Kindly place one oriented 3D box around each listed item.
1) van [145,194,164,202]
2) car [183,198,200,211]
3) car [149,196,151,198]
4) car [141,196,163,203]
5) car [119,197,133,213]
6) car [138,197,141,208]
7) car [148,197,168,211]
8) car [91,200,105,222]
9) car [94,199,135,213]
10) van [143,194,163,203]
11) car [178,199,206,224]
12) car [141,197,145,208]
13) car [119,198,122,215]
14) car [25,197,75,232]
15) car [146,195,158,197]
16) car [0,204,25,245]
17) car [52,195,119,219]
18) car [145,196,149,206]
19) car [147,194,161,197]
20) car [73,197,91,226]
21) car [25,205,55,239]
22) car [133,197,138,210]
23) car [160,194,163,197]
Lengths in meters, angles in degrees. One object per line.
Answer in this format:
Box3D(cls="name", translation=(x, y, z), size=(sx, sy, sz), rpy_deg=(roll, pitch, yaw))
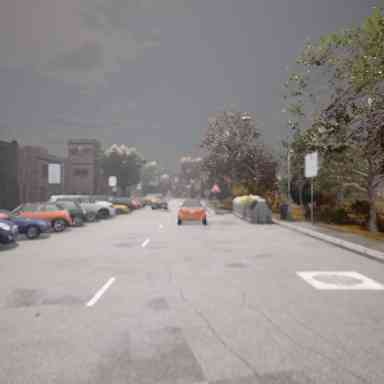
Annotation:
Box3D(cls="van", translation=(-9.721, 1.552, 85.327), size=(4.442, 1.987, 1.878), rpy_deg=(-1, 1, -21))
Box3D(cls="car", translation=(-0.112, 1.641, 43.334), size=(2.128, 1.511, 4.902), rpy_deg=(0, 0, 0))
Box3D(cls="car", translation=(-9.423, 1.727, 52.362), size=(4.674, 1.452, 2.002), rpy_deg=(-1, -1, -20))
Box3D(cls="car", translation=(-9.550, 1.817, 79.382), size=(5.008, 1.535, 2.097), rpy_deg=(-1, 0, -21))
Box3D(cls="car", translation=(-9.253, 1.588, 34.417), size=(5.366, 1.575, 1.946), rpy_deg=(-1, -1, -20))
Box3D(cls="car", translation=(-9.452, 1.511, 43.350), size=(4.553, 1.767, 2.185), rpy_deg=(-1, -1, -20))
Box3D(cls="car", translation=(-4.189, 1.716, 43.851), size=(1.994, 1.385, 4.181), rpy_deg=(0, 0, 0))
Box3D(cls="car", translation=(-9.412, 1.587, 25.358), size=(4.792, 1.488, 2.163), rpy_deg=(-1, 0, -20))
Box3D(cls="car", translation=(-9.418, 1.661, 40.352), size=(4.674, 1.452, 2.002), rpy_deg=(-1, 0, -20))
Box3D(cls="van", translation=(-9.688, 1.572, 82.327), size=(4.442, 1.987, 1.878), rpy_deg=(-1, 1, -21))
Box3D(cls="car", translation=(0.000, 1.423, 25.921), size=(2.097, 1.767, 4.553), rpy_deg=(0, 0, 0))
Box3D(cls="car", translation=(-9.451, 1.528, 46.351), size=(4.553, 1.767, 2.185), rpy_deg=(-1, -1, -20))
Box3D(cls="car", translation=(-9.402, 1.610, 31.359), size=(4.792, 1.488, 2.163), rpy_deg=(-1, -1, -20))
Box3D(cls="car", translation=(-9.411, 1.413, 19.343), size=(4.553, 1.767, 2.185), rpy_deg=(-1, 0, -20))
Box3D(cls="car", translation=(-9.447, 1.745, 61.362), size=(4.892, 1.521, 2.231), rpy_deg=(-1, -1, -20))
Box3D(cls="car", translation=(-9.478, 1.397, 13.326), size=(4.553, 1.767, 2.185), rpy_deg=(-1, 0, -20))
Box3D(cls="car", translation=(-9.412, 1.317, 28.359), size=(5.566, 2.045, 2.435), rpy_deg=(-1, -1, -20))
Box3D(cls="car", translation=(-9.391, 1.699, 49.370), size=(4.792, 1.488, 2.163), rpy_deg=(-1, -1, -20))
Box3D(cls="car", translation=(-9.275, 1.757, 64.427), size=(5.366, 1.575, 1.946), rpy_deg=(-1, -1, -20))
Box3D(cls="car", translation=(-9.409, 1.422, 22.344), size=(4.553, 1.767, 2.185), rpy_deg=(-1, 0, -20))
Box3D(cls="car", translation=(-9.445, 1.570, 16.334), size=(4.674, 1.452, 2.002), rpy_deg=(-1, 0, -20))
Box3D(cls="car", translation=(-9.414, 1.356, 37.376), size=(5.566, 2.045, 2.435), rpy_deg=(-1, -1, -20))
Box3D(cls="car", translation=(-9.288, 1.776, 67.429), size=(5.366, 1.575, 1.946), rpy_deg=(-1, -1, -20))
